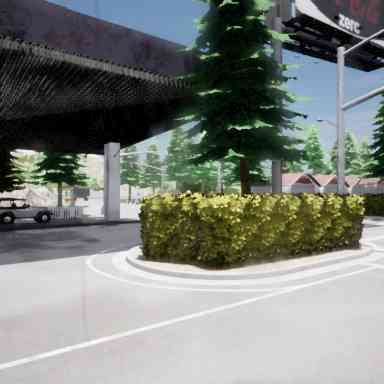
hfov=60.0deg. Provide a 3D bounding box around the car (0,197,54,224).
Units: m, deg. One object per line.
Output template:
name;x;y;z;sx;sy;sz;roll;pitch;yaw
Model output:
car;-11.983;1.313;23.471;3.866;1.878;1.905;0;0;-36
